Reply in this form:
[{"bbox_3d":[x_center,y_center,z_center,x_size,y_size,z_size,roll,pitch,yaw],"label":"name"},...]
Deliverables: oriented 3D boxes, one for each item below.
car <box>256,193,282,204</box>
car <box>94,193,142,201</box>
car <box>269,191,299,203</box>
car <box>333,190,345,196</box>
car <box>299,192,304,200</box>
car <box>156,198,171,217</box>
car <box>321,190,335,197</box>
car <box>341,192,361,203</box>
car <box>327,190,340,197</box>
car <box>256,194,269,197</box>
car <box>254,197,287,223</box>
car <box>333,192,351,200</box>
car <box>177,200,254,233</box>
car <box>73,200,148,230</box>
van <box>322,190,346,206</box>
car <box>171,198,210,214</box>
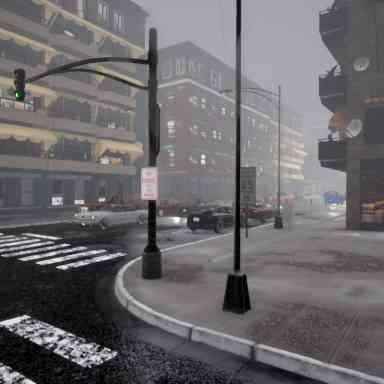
[{"bbox_3d":[10.603,0.880,45.594,1.947,1.339,4.313,2,2,35],"label":"car"},{"bbox_3d":[-5.420,1.031,22.808,2.192,1.841,5.009,2,2,35],"label":"car"},{"bbox_3d":[11.502,0.717,42.328,2.097,1.767,4.553,1,1,36],"label":"car"},{"bbox_3d":[36.243,0.255,82.044,1.802,1.307,4.206,2,2,35],"label":"car"},{"bbox_3d":[17.012,0.719,54.707,1.947,1.339,4.313,2,2,35],"label":"car"},{"bbox_3d":[-2.217,1.180,27.370,1.887,1.381,4.507,2,2,35],"label":"car"},{"bbox_3d":[29.833,0.378,72.931,1.887,1.381,4.507,2,2,35],"label":"car"},{"bbox_3d":[23.844,0.763,49.853,1.887,1.381,4.507,2,2,35],"label":"car"},{"bbox_3d":[33.038,0.335,77.488,1.802,1.307,4.206,2,2,35],"label":"car"},{"bbox_3d":[5.797,1.012,34.267,1.837,1.490,4.892,1,1,35],"label":"car"},{"bbox_3d":[4.614,1.283,22.517,1.802,1.307,4.206,2,2,35],"label":"car"},{"bbox_3d":[25.883,0.695,57.272,1.895,1.301,4.718,1,1,35],"label":"car"},{"bbox_3d":[1.409,1.348,17.961,1.947,1.339,4.313,2,2,35],"label":"car"},{"bbox_3d":[-4.549,1.368,19.565,1.895,1.301,4.718,1,1,35],"label":"car"},{"bbox_3d":[17.437,0.721,40.737,1.690,1.788,3.998,2,2,35],"label":"van"},{"bbox_3d":[0.545,1.203,26.830,1.994,1.385,4.181,1,1,34],"label":"car"}]
